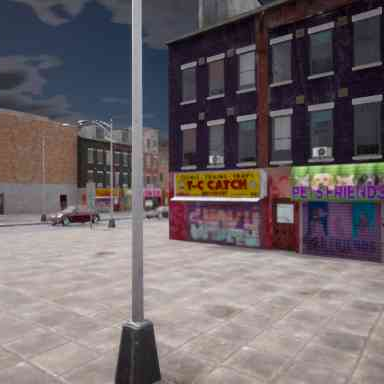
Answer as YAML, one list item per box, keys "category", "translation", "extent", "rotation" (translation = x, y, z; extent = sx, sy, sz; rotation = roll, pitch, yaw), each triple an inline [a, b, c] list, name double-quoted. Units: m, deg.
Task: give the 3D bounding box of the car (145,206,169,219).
- category: "car"
  translation: [-3.088, 2.171, 35.529]
  extent: [2.008, 1.369, 4.403]
  rotation: [-2, -2, 36]

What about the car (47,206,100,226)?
- category: "car"
  translation: [-9.514, 1.825, 26.737]
  extent: [1.967, 1.590, 4.097]
  rotation: [-2, -2, 36]
